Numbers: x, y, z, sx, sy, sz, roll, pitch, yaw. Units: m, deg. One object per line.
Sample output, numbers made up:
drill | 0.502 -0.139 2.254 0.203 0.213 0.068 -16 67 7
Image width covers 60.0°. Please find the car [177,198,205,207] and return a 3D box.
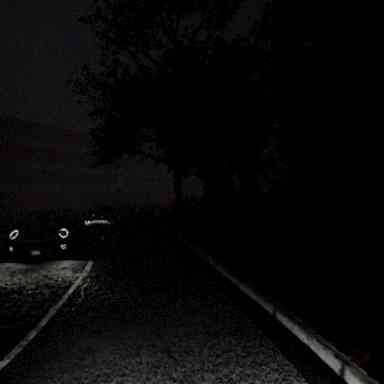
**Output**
car | -0.174 1.859 60.692 4.674 1.452 2.002 0 0 27

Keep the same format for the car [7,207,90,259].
car | -5.527 1.428 13.127 2.097 1.767 4.553 0 0 -11

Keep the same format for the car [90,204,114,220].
car | -8.309 1.780 29.887 1.994 1.385 4.181 -1 0 -1

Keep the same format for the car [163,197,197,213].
car | -1.658 1.733 40.663 1.882 1.535 5.008 0 0 27

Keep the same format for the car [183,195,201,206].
car | -1.475 1.566 58.185 5.566 2.045 2.435 0 0 27
